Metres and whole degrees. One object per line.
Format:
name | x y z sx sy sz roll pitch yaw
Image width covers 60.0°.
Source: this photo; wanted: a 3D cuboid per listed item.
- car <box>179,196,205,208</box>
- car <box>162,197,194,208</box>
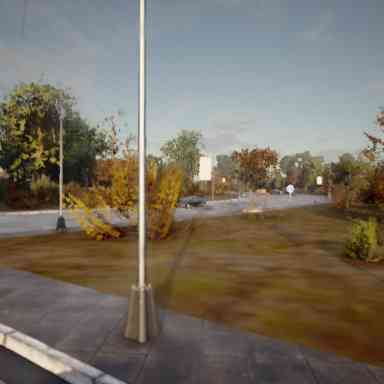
car | -0.202 1.346 43.981 1.837 1.490 4.892 0 1 39
car | -1.993 1.416 47.333 1.895 1.301 4.718 0 1 39
